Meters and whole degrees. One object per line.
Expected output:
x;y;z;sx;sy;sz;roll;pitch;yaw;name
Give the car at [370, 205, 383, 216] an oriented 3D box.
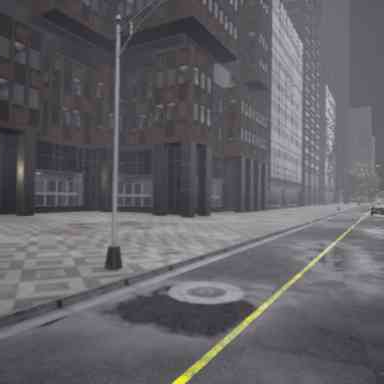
25.062;2.420;44.602;1.882;1.535;5.008;0;-1;30;car
